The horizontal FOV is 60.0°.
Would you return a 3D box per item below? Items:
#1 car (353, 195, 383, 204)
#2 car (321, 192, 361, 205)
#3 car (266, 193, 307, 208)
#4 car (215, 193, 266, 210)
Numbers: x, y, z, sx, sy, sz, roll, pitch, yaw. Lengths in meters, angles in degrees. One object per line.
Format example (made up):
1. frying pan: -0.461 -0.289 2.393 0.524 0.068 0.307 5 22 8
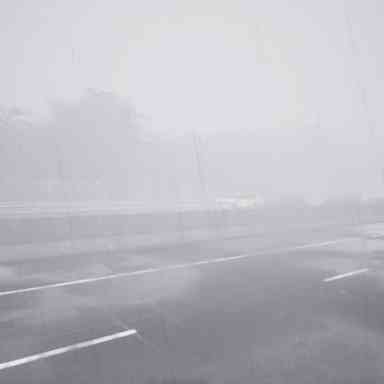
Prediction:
1. car: 19.029 1.318 34.183 4.892 1.490 1.837 -1 0 -34
2. car: 16.759 1.042 36.862 5.566 2.045 2.150 0 0 -34
3. car: 10.282 1.094 36.567 5.566 2.045 2.150 -1 0 -34
4. car: 5.136 1.132 36.476 5.566 2.045 2.150 -1 0 -37
